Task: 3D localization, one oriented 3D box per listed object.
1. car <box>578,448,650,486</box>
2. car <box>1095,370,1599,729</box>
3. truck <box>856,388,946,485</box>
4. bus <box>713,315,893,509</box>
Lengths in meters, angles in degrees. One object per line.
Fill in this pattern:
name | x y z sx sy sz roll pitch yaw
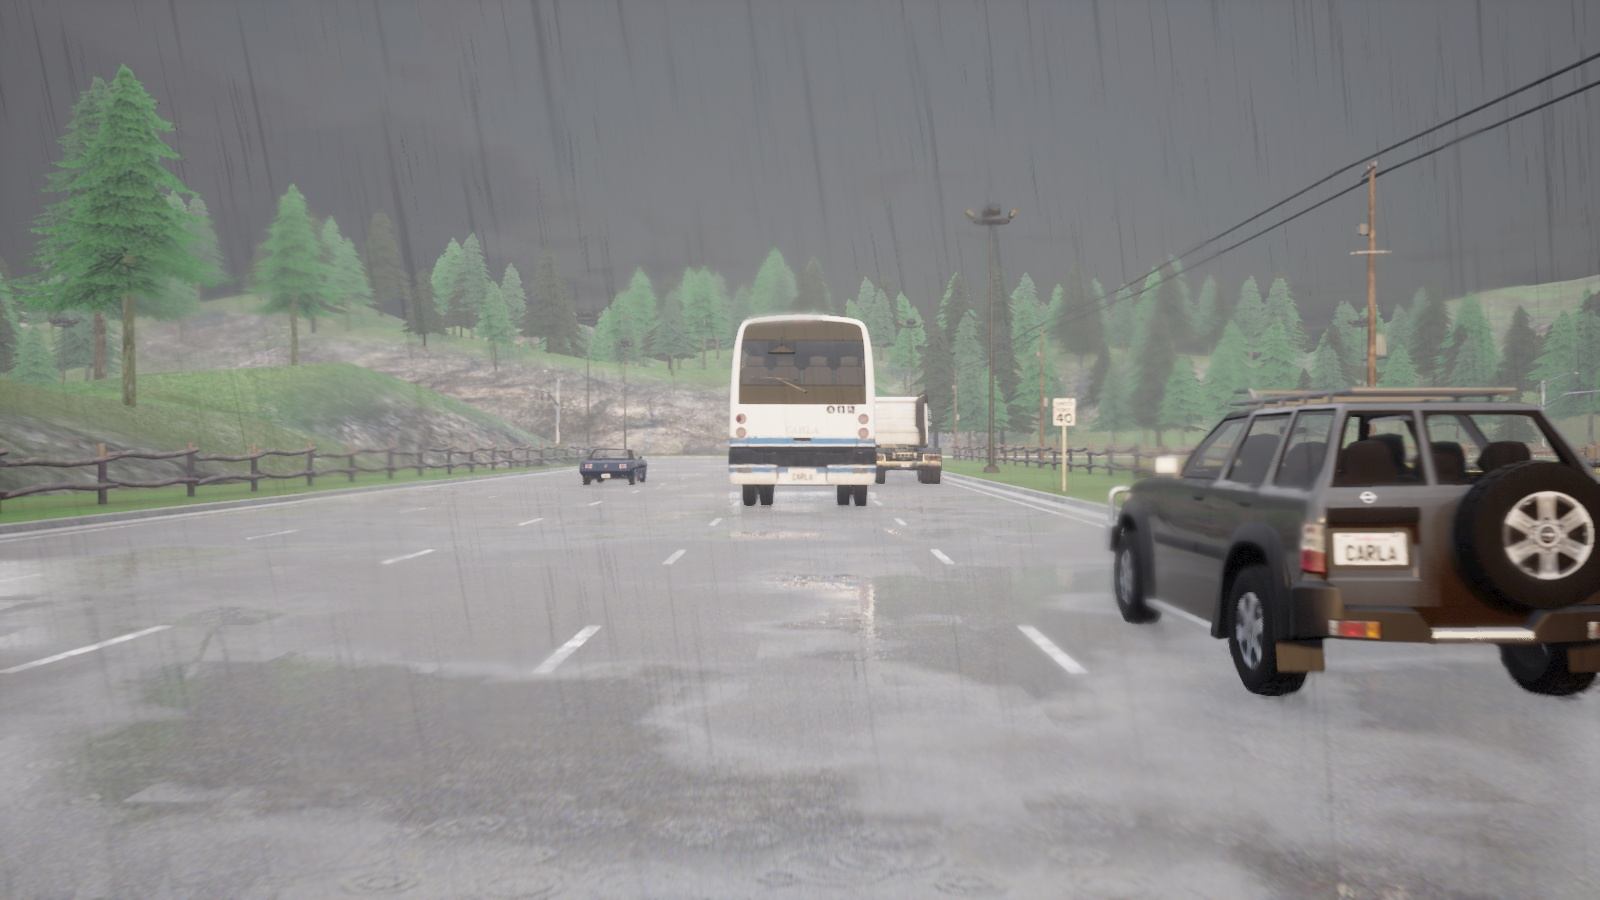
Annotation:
car | -6.726 0.583 45.920 1.895 1.301 4.718 0 0 0
car | 3.565 0.515 8.803 1.932 1.855 4.605 0 0 0
truck | 3.792 -0.508 48.917 2.891 3.462 7.936 0 0 0
bus | 0.198 -0.814 32.707 3.944 4.253 10.273 0 0 2
